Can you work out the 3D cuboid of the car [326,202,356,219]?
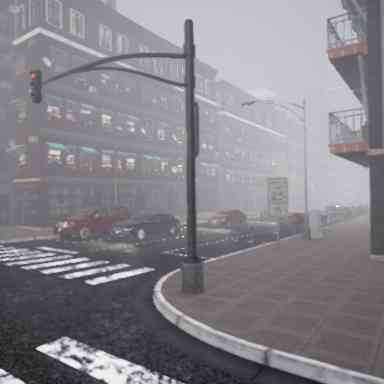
[{"bbox_3d":[17.372,2.329,38.798,1.967,1.590,4.097,-2,-2,35],"label":"car"}]

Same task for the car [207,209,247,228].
[{"bbox_3d":[3.122,2.200,28.441,1.812,1.442,4.674,-1,-2,35],"label":"car"}]

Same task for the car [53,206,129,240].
[{"bbox_3d":[-5.801,1.815,20.257,2.192,1.841,5.009,-2,-2,35],"label":"car"}]

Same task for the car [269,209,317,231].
[{"bbox_3d":[7.596,2.155,24.825,1.802,1.307,4.206,-2,-2,35],"label":"car"}]

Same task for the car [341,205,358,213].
[{"bbox_3d":[27.039,2.914,57.032,1.895,1.301,4.718,-1,-2,35],"label":"car"}]

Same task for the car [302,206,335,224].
[{"bbox_3d":[10.855,2.229,29.483,2.008,1.369,4.403,-2,-2,35],"label":"car"}]

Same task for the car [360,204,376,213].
[{"bbox_3d":[30.413,2.859,57.419,1.887,1.381,4.507,-2,-3,35],"label":"car"}]

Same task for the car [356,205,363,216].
[{"bbox_3d":[20.732,2.523,43.591,1.752,1.417,4.829,-2,-2,35],"label":"car"}]

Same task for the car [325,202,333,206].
[{"bbox_3d":[19.921,2.587,46.866,1.837,1.490,4.892,-1,-2,35],"label":"car"}]

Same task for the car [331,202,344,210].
[{"bbox_3d":[33.317,3.213,76.126,1.967,1.590,4.097,-2,-2,35],"label":"car"}]

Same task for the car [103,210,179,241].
[{"bbox_3d":[-2.711,1.992,20.123,1.837,1.490,4.892,-1,-2,35],"label":"car"}]

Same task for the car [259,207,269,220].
[{"bbox_3d":[9.075,2.372,36.933,1.837,1.490,4.892,-1,-2,35],"label":"car"}]

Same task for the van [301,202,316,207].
[{"bbox_3d":[20.278,2.685,57.505,1.690,1.788,3.998,-2,-2,35],"label":"van"}]

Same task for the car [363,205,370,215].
[{"bbox_3d":[23.894,2.667,48.107,1.947,1.339,4.313,-2,-3,35],"label":"car"}]

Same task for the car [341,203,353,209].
[{"bbox_3d":[39.839,3.554,85.433,1.947,1.339,4.313,-2,-2,35],"label":"car"}]

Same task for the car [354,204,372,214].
[{"bbox_3d":[27.251,2.736,52.903,1.752,1.417,4.829,-2,-3,35],"label":"car"}]

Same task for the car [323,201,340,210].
[{"bbox_3d":[30.056,2.980,71.475,2.192,1.841,5.009,-2,-2,35],"label":"car"}]
